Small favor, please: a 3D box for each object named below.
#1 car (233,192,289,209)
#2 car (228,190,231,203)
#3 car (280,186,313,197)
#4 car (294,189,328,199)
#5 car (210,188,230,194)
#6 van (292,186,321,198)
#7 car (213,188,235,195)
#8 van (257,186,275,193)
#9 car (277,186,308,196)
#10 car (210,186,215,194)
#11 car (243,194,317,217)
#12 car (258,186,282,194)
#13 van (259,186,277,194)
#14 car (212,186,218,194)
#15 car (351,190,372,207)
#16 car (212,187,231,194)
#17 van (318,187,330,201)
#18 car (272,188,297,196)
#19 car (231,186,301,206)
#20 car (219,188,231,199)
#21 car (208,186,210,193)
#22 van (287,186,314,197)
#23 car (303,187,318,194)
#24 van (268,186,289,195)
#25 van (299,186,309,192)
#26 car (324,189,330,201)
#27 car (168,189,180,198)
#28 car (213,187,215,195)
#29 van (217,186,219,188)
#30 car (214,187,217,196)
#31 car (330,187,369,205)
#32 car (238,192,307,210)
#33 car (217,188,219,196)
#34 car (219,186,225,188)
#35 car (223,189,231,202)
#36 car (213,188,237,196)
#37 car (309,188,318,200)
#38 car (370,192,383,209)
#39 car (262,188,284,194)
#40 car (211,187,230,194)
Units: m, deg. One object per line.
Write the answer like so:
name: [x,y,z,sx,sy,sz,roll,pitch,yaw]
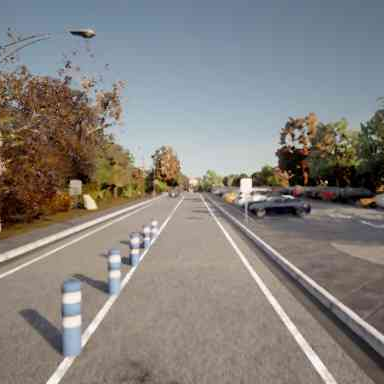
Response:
car: [7.060,0.863,34.265,5.366,1.575,1.946,0,2,0]
car: [6.905,0.790,37.042,4.892,1.521,2.231,0,2,0]
car: [20.185,-0.111,64.582,5.566,2.045,2.435,0,1,0]
car: [20.148,0.300,56.279,5.008,1.535,2.097,0,1,0]
car: [7.319,-0.283,86.989,5.008,1.535,2.097,0,1,0]
van: [20.282,0.021,59.043,4.442,1.987,1.878,0,1,1]
car: [7.223,-0.068,75.886,4.892,1.521,2.231,0,1,0]
van: [20.566,-0.619,92.278,4.442,1.987,1.878,0,1,0]
car: [20.209,-0.164,67.352,5.566,2.045,2.435,0,1,0]
car: [6.997,0.035,70.337,5.366,1.575,1.946,0,1,0]
car: [6.774,1.128,25.942,4.792,1.488,2.163,0,2,0]
car: [20.375,-0.540,86.865,5.566,2.045,2.435,0,1,0]
van: [20.544,-0.568,89.634,4.442,1.987,1.878,0,1,0]
car: [7.129,0.121,67.560,4.792,1.488,2.163,0,1,0]
car: [19.768,0.857,34.138,5.366,1.575,1.946,0,2,0]
car: [7.245,-0.302,81.435,4.553,1.767,2.185,0,1,0]
van: [20.166,0.324,45.327,4.442,1.987,1.878,0,1,0]
car: [20.279,-0.020,72.897,5.008,1.535,2.097,0,1,0]
car: [6.879,0.693,31.484,5.566,2.045,2.435,0,2,0]
car: [6.785,0.552,45.489,5.366,1.575,1.946,0,2,0]
car: [7.068,-0.125,78.663,5.366,1.575,1.946,0,1,0]
van: [20.073,-0.032,61.815,4.442,1.987,1.878,0,1,0]
car: [20.124,0.445,50.743,4.792,1.488,2.163,0,1,0]
van: [20.449,-0.355,78.556,4.442,1.987,1.878,0,1,0]
van: [20.010,0.131,53.490,4.442,1.987,1.878,0,1,0]
car: [19.996,0.658,42.442,4.792,1.488,2.163,0,2,0]
car: [-3.204,0.260,59.283,2.128,1.511,4.902,0,1,1]
car: [7.106,0.174,64.785,4.792,1.488,2.163,0,1,0]
van: [7.204,0.026,59.227,4.442,1.987,1.878,0,1,0]
car: [7.082,0.228,62.009,4.792,1.488,2.163,0,1,0]
car: [20.030,0.454,39.666,5.566,2.045,2.435,0,2,0]
car: [6.833,1.021,28.716,5.008,1.535,2.097,0,2,0]
car: [7.093,0.335,56.457,4.792,1.488,2.163,0,1,0]
car: [7.071,0.236,53.681,4.553,1.767,2.185,0,1,0]
car: [6.737,0.708,39.818,5.366,1.575,1.946,0,2,0]
car: [7.212,-0.015,73.110,4.892,1.521,2.231,0,1,0]
car: [20.102,0.508,48.105,4.792,1.488,2.163,0,2,1]
car: [19.927,0.978,31.368,4.674,1.452,2.002,0,2,0]
car: [20.373,-0.233,83.975,5.008,1.535,2.097,0,1,0]
car: [7.269,-0.355,84.211,4.553,1.767,2.185,0,1,0]
